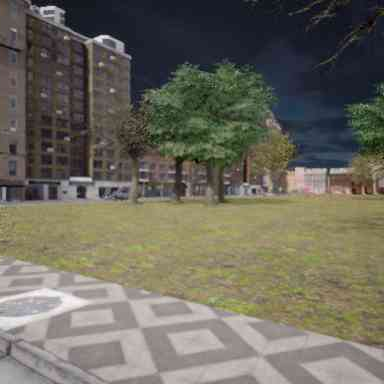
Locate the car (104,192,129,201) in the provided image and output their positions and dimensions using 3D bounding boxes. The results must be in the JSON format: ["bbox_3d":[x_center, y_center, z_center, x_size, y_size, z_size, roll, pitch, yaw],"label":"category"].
[{"bbox_3d":[-13.808,0.828,61.017,2.128,1.511,4.902,0,1,36],"label":"car"}]
